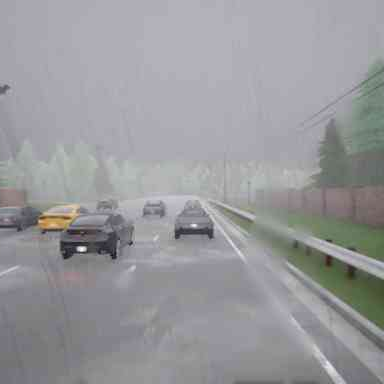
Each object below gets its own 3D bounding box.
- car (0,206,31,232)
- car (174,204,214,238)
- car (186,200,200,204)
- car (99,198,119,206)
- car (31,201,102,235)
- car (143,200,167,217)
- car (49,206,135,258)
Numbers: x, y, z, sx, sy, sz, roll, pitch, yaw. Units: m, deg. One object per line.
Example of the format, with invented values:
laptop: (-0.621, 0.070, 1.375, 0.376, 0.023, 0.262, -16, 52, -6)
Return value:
car: (-10.401, 1.552, 20.114, 2.033, 1.411, 5.357, 0, 0, 0)
car: (0.098, 1.569, 17.903, 1.994, 1.385, 4.181, 0, 0, 0)
car: (0.094, 1.557, 36.188, 2.033, 1.411, 5.357, 0, 0, 0)
car: (-10.404, 1.515, 41.184, 1.837, 1.490, 4.892, 0, 0, 0)
car: (-6.903, 1.482, 18.953, 1.882, 1.535, 5.008, 0, 0, 0)
car: (-3.404, 1.500, 31.038, 2.128, 1.511, 4.902, 0, 0, 0)
car: (-3.402, 1.508, 12.687, 1.837, 1.490, 4.892, 0, 0, 0)
